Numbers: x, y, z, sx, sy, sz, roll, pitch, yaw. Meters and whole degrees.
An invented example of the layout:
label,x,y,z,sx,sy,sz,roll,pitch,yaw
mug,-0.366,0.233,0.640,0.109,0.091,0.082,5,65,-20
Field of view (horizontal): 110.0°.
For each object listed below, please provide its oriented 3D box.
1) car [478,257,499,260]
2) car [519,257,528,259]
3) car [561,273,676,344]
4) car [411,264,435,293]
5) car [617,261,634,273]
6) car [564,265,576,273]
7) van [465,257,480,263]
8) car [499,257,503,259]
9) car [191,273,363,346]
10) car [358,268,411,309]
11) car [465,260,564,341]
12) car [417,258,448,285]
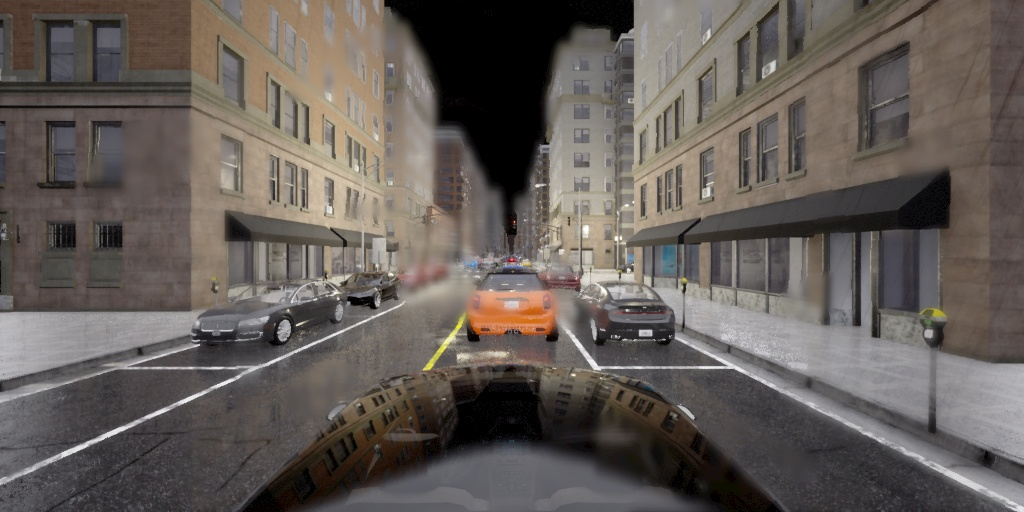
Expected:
label,x,y,z,sx,sy,sz,roll,pitch,yaw
car,-3.128,1.265,47.671,1.812,1.442,4.674,0,0,0
car,2.626,1.260,64.209,1.751,1.417,4.829,0,0,0
car,2.665,1.300,9.328,2.007,1.370,4.403,0,0,0
car,-5.869,1.330,20.347,1.802,1.307,4.207,0,0,0
car,14.539,1.238,41.011,4.892,1.490,1.837,0,0,1
car,2.657,1.187,20.378,1.967,1.591,4.097,0,0,0
van,-5.892,1.079,52.818,1.690,1.789,3.998,0,0,0
car,-3.115,1.336,62.830,1.895,1.301,4.718,0,0,0
car,-5.861,1.300,9.299,2.007,1.370,4.403,0,0,0
car,-5.865,1.314,14.823,1.948,1.339,4.313,0,0,0
car,0.014,1.101,9.987,2.097,1.767,4.553,0,0,0
car,-5.873,1.061,25.870,2.192,1.841,5.009,0,0,0
